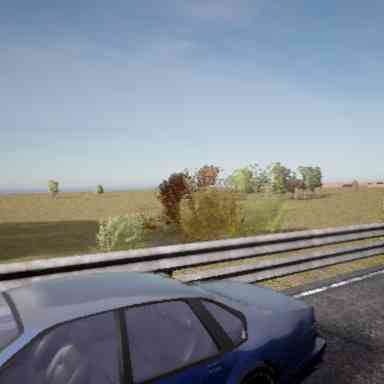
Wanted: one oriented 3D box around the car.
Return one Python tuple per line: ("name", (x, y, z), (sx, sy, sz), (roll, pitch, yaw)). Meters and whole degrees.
("car", (-1.026, 1.547, 2.946), (5.357, 1.411, 2.033), (0, 0, -35))
